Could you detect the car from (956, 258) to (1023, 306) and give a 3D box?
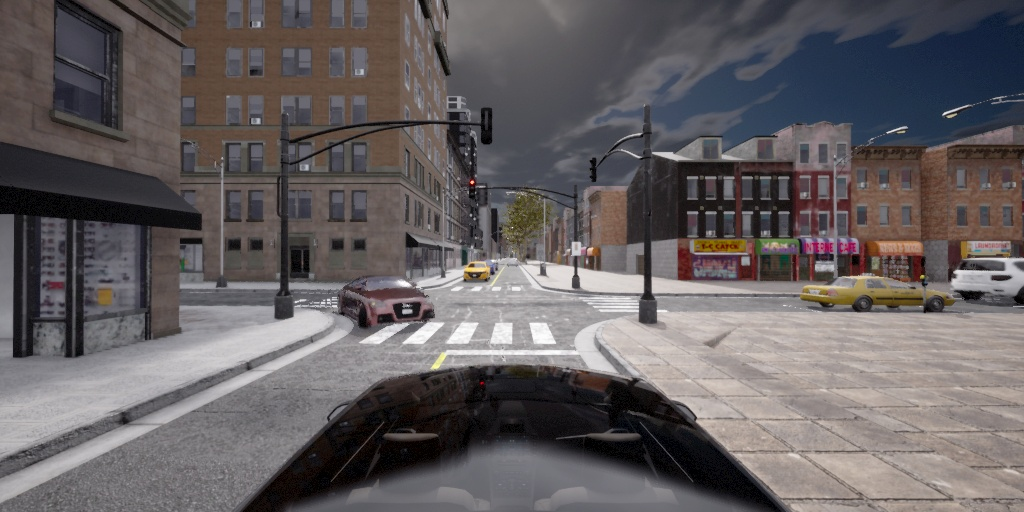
[{"bbox_3d":[23.559,1.125,16.269,5.566,2.045,2.150,0,0,0],"label":"car"}]

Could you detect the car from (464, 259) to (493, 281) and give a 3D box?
[{"bbox_3d":[-2.849,1.214,29.800,1.882,1.535,5.008,0,0,0],"label":"car"}]

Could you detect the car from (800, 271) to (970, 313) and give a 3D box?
[{"bbox_3d":[13.881,1.346,13.711,4.829,1.417,1.751,0,0,0],"label":"car"}]

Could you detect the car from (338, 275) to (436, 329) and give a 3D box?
[{"bbox_3d":[-4.044,1.301,11.291,1.994,1.385,4.181,1,0,-38],"label":"car"}]

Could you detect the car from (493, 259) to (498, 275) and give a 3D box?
[{"bbox_3d":[-2.860,1.209,39.205,1.882,1.535,5.008,0,0,0],"label":"car"}]
